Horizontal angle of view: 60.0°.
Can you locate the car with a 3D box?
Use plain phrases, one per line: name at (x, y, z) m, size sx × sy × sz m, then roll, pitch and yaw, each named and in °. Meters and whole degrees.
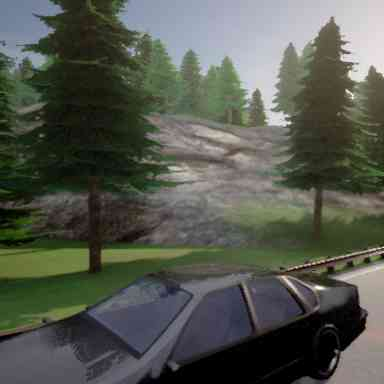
car at (0.093, 1.667, 4.051) m, size 5.357 × 1.411 × 2.033 m, roll 0°, pitch -2°, yaw -37°
